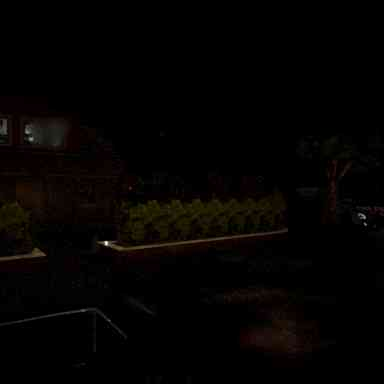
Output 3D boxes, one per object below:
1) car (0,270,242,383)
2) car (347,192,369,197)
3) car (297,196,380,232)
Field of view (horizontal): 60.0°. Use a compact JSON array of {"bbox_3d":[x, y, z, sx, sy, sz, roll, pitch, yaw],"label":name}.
[{"bbox_3d":[-1.854,1.601,3.193,4.718,1.301,1.895,0,0,-34],"label":"car"},{"bbox_3d":[17.447,0.985,36.215,3.866,1.878,1.905,0,0,0],"label":"car"},{"bbox_3d":[8.886,1.352,20.427,2.097,1.767,4.553,0,0,-38],"label":"car"}]
